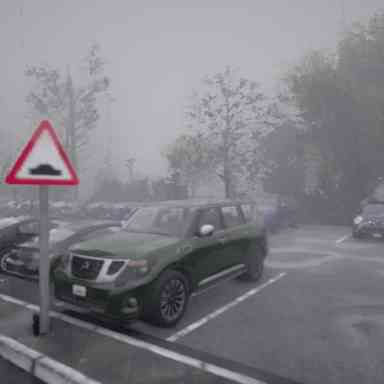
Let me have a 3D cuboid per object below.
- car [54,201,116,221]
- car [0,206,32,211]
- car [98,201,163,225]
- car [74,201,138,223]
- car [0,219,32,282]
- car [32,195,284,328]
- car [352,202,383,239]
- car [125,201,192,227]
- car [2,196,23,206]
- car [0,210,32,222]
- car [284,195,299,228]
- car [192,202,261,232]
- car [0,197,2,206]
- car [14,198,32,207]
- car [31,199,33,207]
[{"bbox_3d":[-9.254,1.583,29.137,2.163,1.488,4.792,0,0,35],"label":"car"},{"bbox_3d":[-9.432,1.545,13.909,2.002,1.452,4.674,0,0,35],"label":"car"},{"bbox_3d":[-4.638,1.521,25.883,2.097,1.535,5.008,0,0,35],"label":"car"},{"bbox_3d":[-6.956,1.537,27.496,2.097,1.535,5.008,0,0,35],"label":"car"},{"bbox_3d":[-2.473,1.490,9.066,2.002,1.452,4.674,0,0,35],"label":"car"},{"bbox_3d":[-0.171,1.179,7.433,2.435,2.045,5.566,-1,0,35],"label":"car"},{"bbox_3d":[9.243,1.277,16.157,2.185,1.767,4.553,0,0,35],"label":"car"},{"bbox_3d":[-2.320,1.506,24.271,2.231,1.521,4.892,0,0,35],"label":"car"},{"bbox_3d":[-16.309,1.477,34.048,2.185,1.767,4.553,0,0,35],"label":"car"},{"bbox_3d":[-4.796,1.470,10.679,2.097,1.535,5.008,0,0,35],"label":"car"},{"bbox_3d":[4.519,1.201,19.488,2.435,2.045,5.566,0,0,35],"label":"car"},{"bbox_3d":[2.323,1.471,21.057,2.231,1.521,4.892,0,0,35],"label":"car"},{"bbox_3d":[-18.640,1.619,35.639,2.097,1.535,5.008,0,0,35],"label":"car"},{"bbox_3d":[-14.011,1.586,32.405,2.097,1.535,5.008,0,0,35],"label":"car"},{"bbox_3d":[-11.688,1.570,30.800,2.097,1.535,5.008,0,0,35],"label":"car"}]
